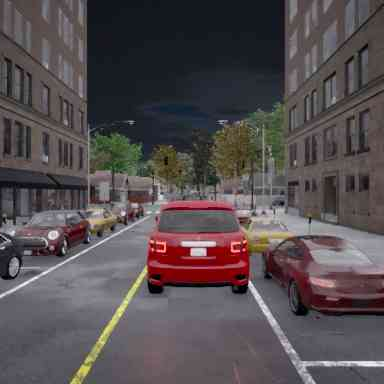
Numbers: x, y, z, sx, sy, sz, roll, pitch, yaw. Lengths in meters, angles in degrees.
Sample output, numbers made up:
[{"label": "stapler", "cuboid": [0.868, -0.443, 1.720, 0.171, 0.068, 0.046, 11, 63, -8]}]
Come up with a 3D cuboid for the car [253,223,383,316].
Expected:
[{"label": "car", "cuboid": [2.665, 1.582, 7.212, 1.802, 1.307, 4.206, 0, 0, 0]}]

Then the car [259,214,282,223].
[{"label": "car", "cuboid": [2.693, 1.528, 12.901, 1.752, 1.417, 4.829, 0, 0, 0]}]

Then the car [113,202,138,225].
[{"label": "car", "cuboid": [-5.278, 1.449, 23.805, 1.967, 1.590, 4.097, 0, 0, 0]}]

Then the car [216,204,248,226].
[{"label": "car", "cuboid": [2.747, 1.591, 23.767, 1.802, 1.307, 4.206, 0, 0, 0]}]

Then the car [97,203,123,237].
[{"label": "car", "cuboid": [-5.306, 1.531, 18.116, 1.752, 1.417, 4.829, 0, 0, 0]}]

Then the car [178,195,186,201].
[{"label": "car", "cuboid": [-2.643, 1.656, 91.149, 1.994, 1.385, 4.181, 0, 0, 0]}]

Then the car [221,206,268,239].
[{"label": "car", "cuboid": [2.720, 1.550, 18.249, 1.887, 1.381, 4.507, 0, 0, 0]}]

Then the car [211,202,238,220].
[{"label": "car", "cuboid": [2.774, 1.578, 29.285, 1.947, 1.339, 4.313, 0, 0, 0]}]

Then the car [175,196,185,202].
[{"label": "car", "cuboid": [-2.677, 1.614, 76.137, 2.033, 1.411, 5.357, 0, 0, 0]}]

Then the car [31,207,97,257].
[{"label": "car", "cuboid": [-5.333, 1.443, 12.767, 1.967, 1.590, 4.097, 0, 0, 0]}]

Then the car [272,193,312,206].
[{"label": "car", "cuboid": [15.681, 1.147, 52.219, 5.566, 2.045, 2.150, 0, 0, -1]}]

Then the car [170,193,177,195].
[{"label": "car", "cuboid": [-3.168, 1.271, 60.597, 2.150, 2.045, 5.566, 0, 0, 7]}]

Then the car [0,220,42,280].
[{"label": "car", "cuboid": [-5.359, 1.551, 7.248, 2.008, 1.369, 4.403, 0, 0, 0]}]

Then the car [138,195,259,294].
[{"label": "car", "cuboid": [0.135, 1.223, 8.934, 2.150, 2.045, 5.566, 0, 0, 0]}]

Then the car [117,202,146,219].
[{"label": "car", "cuboid": [-5.251, 1.594, 29.324, 1.802, 1.307, 4.206, 0, 0, 0]}]

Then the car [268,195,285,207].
[{"label": "car", "cuboid": [13.617, 1.290, 48.948, 4.553, 1.767, 2.097, 0, 0, 0]}]

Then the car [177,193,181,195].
[{"label": "car", "cuboid": [0.107, 1.234, 28.976, 2.150, 2.045, 5.566, 0, 0, 2]}]

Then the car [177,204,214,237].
[{"label": "car", "cuboid": [0.187, 1.511, 18.963, 1.837, 1.490, 4.892, 0, 0, 1]}]
